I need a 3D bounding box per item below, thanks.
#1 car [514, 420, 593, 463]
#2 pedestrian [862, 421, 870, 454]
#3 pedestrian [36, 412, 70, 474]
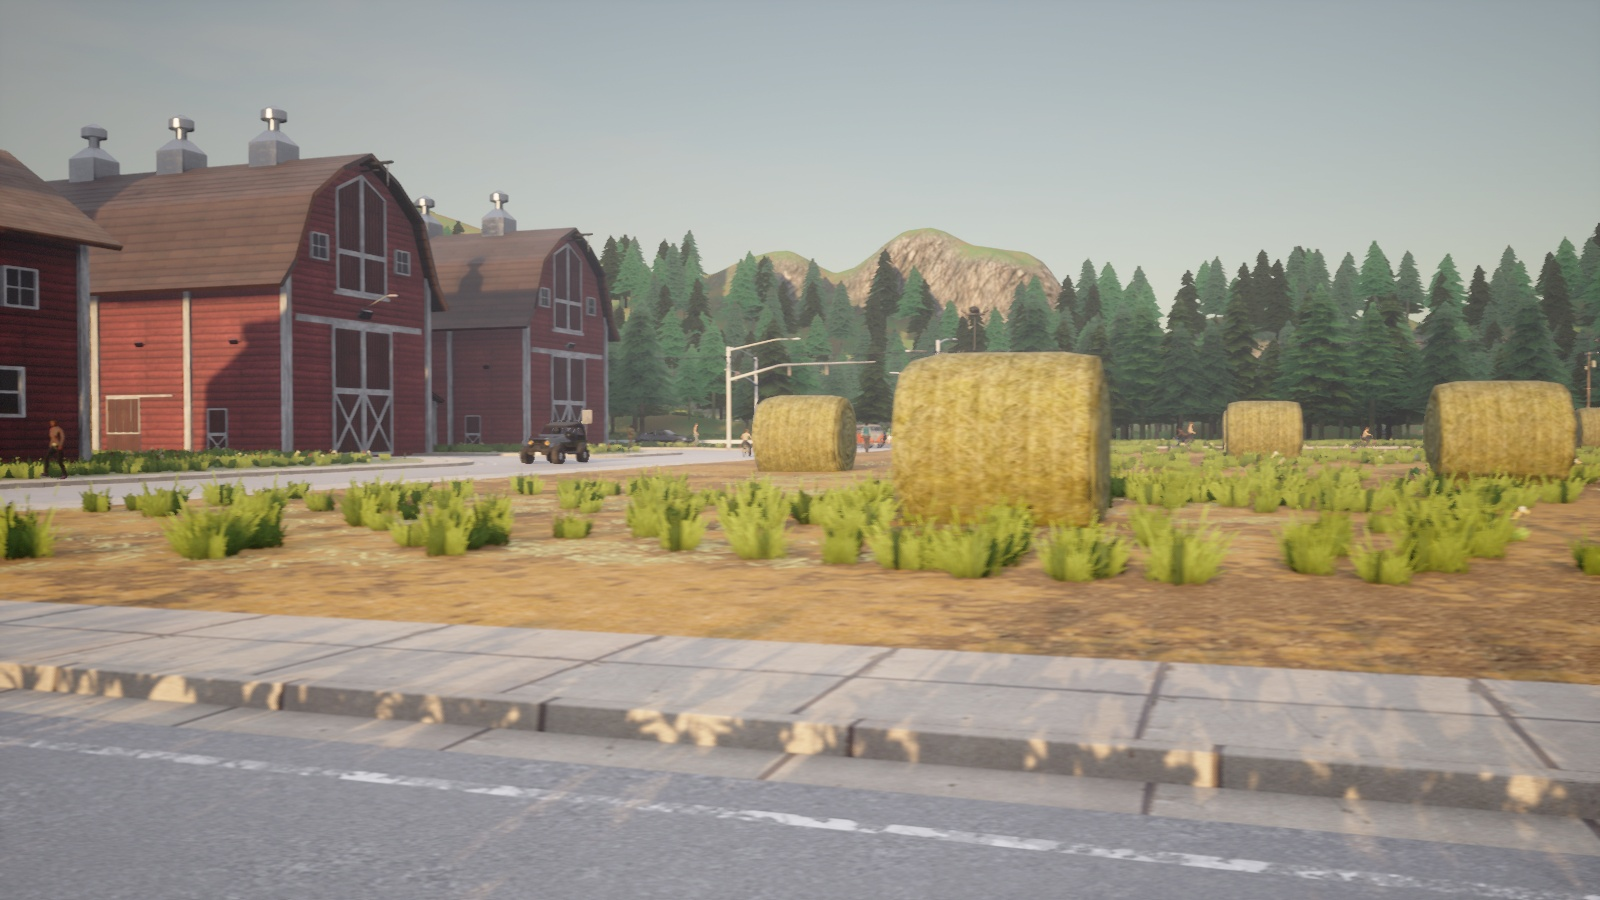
[{"bbox_3d":[-11.296,-0.406,57.762,1.905,1.878,3.866,1,2,18],"label":"car"},{"bbox_3d":[3.924,-0.736,75.080,0.396,1.930,0.692,0,1,9],"label":"pedestrian"},{"bbox_3d":[-21.981,-0.213,36.960,0.328,1.805,0.869,0,1,17],"label":"pedestrian"}]
